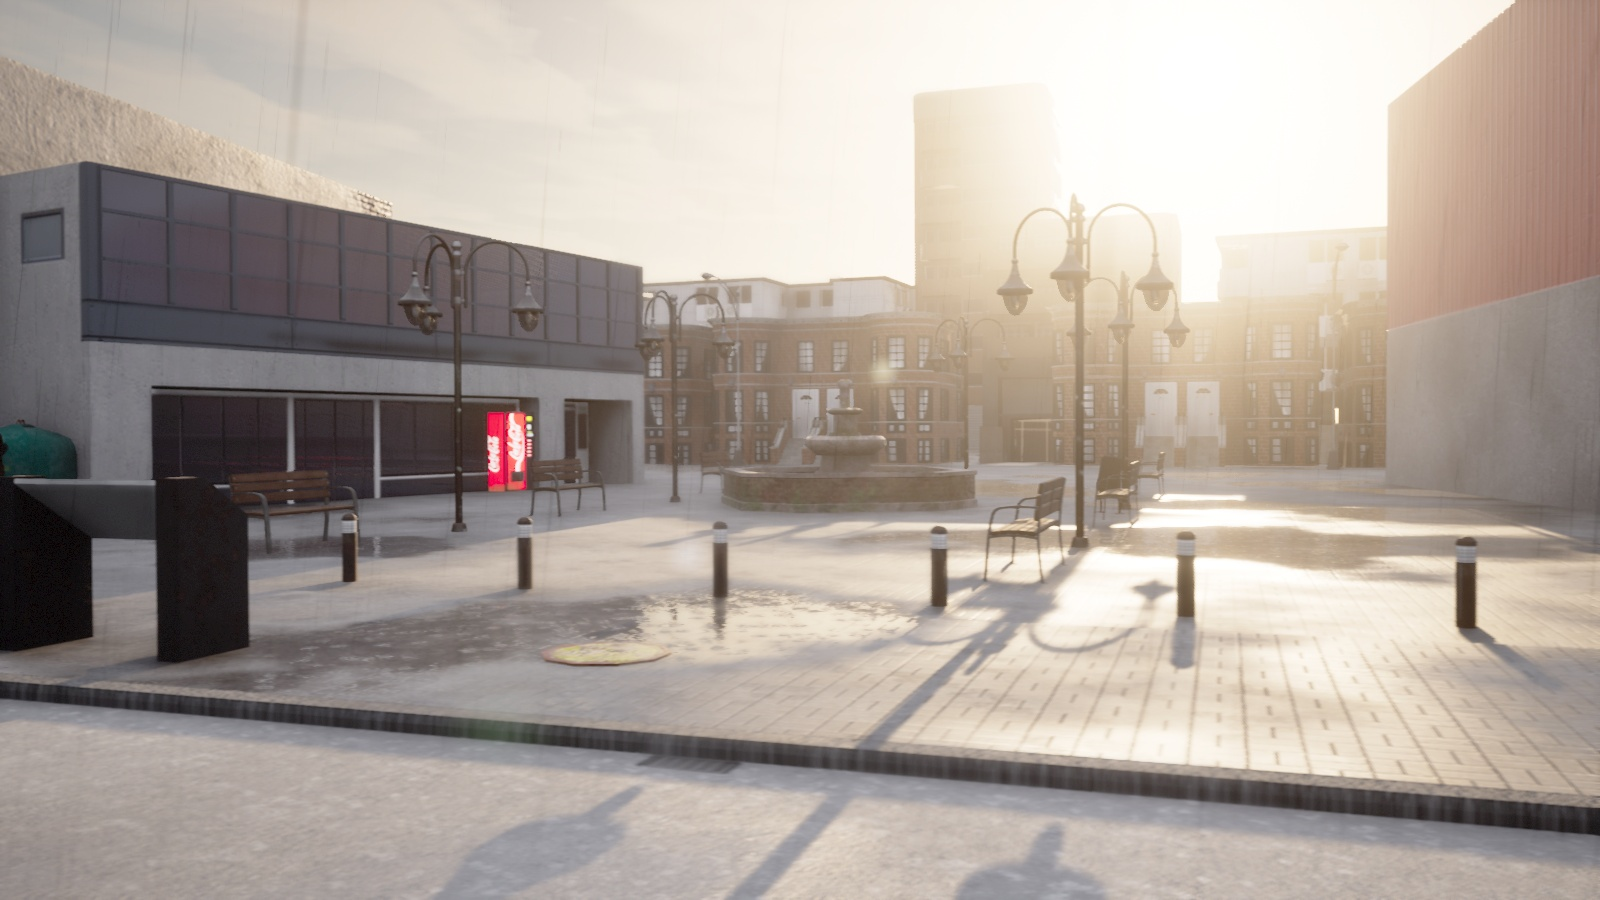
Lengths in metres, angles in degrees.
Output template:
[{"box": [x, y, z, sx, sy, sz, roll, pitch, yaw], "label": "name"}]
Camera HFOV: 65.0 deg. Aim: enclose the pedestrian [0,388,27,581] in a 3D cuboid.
[{"box": [-7.919, 0.322, 12.189, 0.703, 1.840, 0.431, 1, 1, 31], "label": "pedestrian"}]
